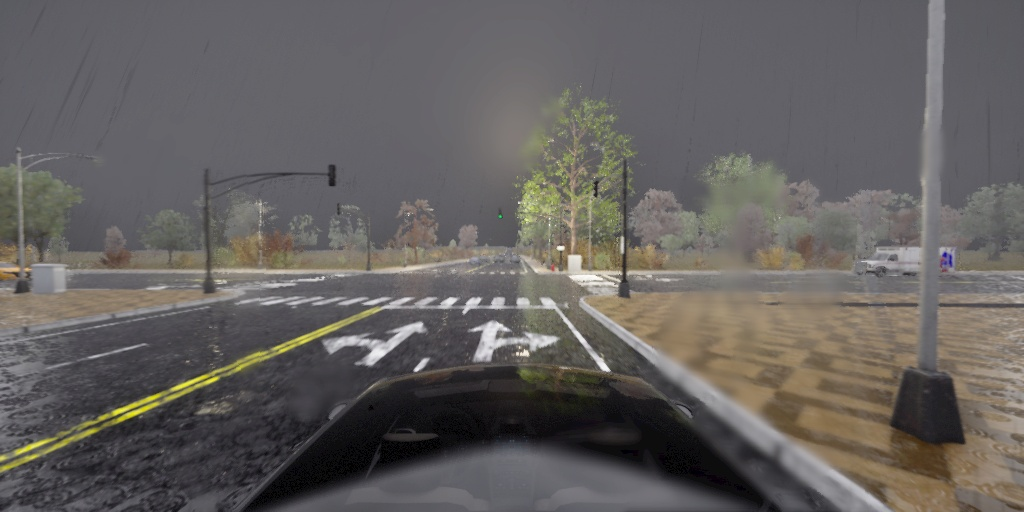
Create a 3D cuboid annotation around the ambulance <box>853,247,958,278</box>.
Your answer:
[{"bbox_3d":[31.743,0.477,29.189,6.366,2.431,2.351,0,1,3],"label":"ambulance"}]

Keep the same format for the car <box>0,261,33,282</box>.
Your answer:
[{"bbox_3d":[-38.142,1.118,26.359,5.008,1.535,1.882,0,1,3],"label":"car"}]

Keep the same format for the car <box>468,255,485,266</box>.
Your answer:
[{"bbox_3d":[-6.161,0.846,60.086,1.812,1.442,4.674,0,0,1],"label":"car"}]
